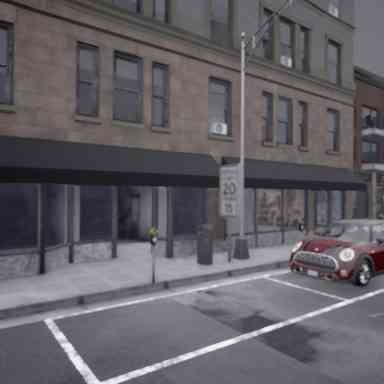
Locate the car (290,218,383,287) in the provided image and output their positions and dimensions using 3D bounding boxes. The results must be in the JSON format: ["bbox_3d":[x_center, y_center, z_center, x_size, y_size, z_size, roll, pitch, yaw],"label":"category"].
[{"bbox_3d":[4.649,1.525,9.504,4.097,1.590,1.967,1,0,-35],"label":"car"}]
